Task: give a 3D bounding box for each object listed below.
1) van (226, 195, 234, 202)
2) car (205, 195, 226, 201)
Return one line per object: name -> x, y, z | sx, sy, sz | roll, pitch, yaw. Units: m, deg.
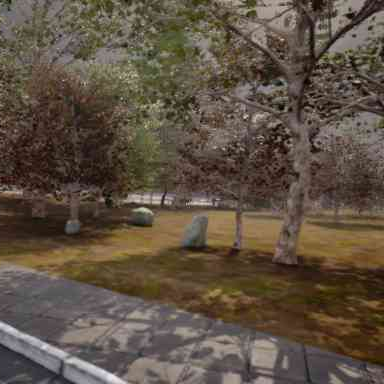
van -> 9.661, 1.794, 94.443 | 1.878, 1.987, 4.442 | 6, 2, 44
car -> 5.888, 1.513, 90.510 | 2.435, 2.045, 5.566 | 6, 2, 44
